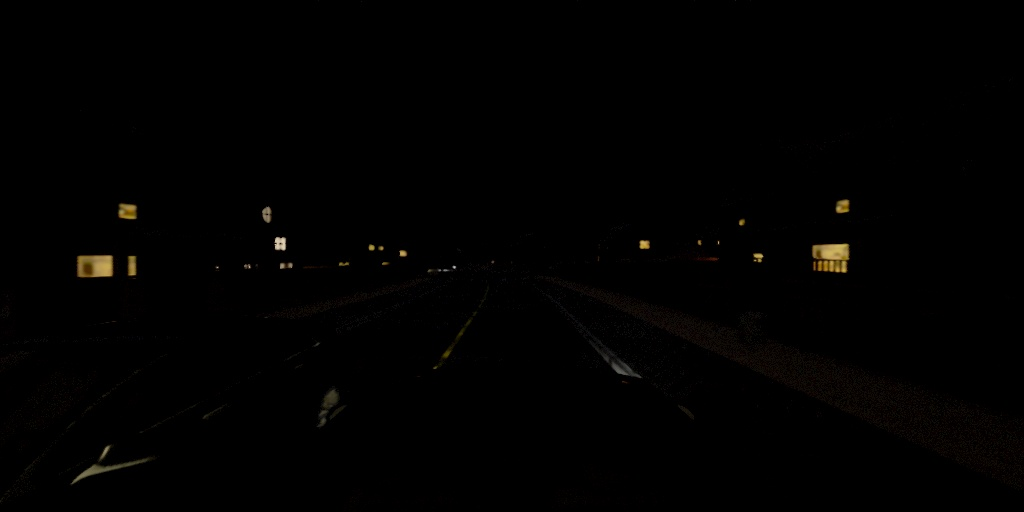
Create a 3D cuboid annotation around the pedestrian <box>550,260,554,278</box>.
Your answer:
[{"bbox_3d":[4.176,1.368,37.321,0.375,1.860,0.375,-1,0,-6],"label":"pedestrian"}]

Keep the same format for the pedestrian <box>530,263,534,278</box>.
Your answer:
[{"bbox_3d":[2.123,1.368,37.703,0.375,1.860,0.375,-1,0,-6],"label":"pedestrian"}]

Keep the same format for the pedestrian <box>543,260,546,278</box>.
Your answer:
[{"bbox_3d":[3.246,1.339,36.617,0.375,1.860,0.375,-1,0,-6],"label":"pedestrian"}]

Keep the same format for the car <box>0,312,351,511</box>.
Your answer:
[{"bbox_3d":[-2.856,1.264,2.474,1.837,1.490,4.892,0,-1,0],"label":"car"}]
